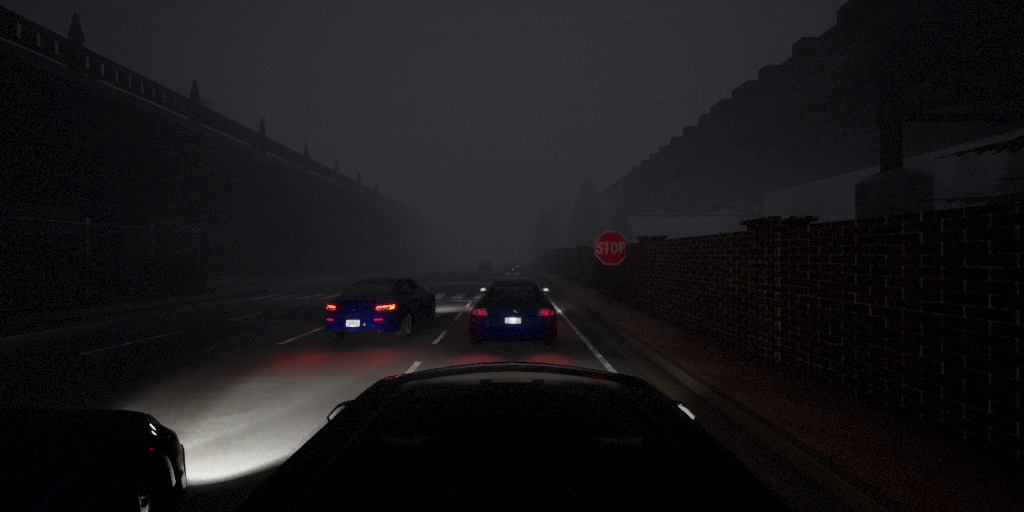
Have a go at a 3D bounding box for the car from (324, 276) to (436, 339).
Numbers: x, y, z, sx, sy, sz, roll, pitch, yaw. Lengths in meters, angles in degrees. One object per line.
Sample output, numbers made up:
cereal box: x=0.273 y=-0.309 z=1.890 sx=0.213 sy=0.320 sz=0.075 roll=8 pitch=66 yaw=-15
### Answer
car: x=-3.420 y=1.276 z=9.993 sx=1.812 sy=1.442 sz=4.674 roll=0 pitch=0 yaw=0

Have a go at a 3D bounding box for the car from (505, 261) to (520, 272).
car: x=0.064 y=1.351 z=46.236 sx=1.895 sy=1.301 sz=4.718 roll=0 pitch=0 yaw=-1

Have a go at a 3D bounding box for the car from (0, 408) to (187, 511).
car: x=-3.399 y=1.314 z=0.897 sx=1.994 sy=1.385 sz=4.181 roll=0 pitch=0 yaw=0

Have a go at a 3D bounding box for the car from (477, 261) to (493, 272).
car: x=-3.430 y=1.297 z=46.036 sx=2.033 sy=1.411 sz=5.357 roll=0 pitch=0 yaw=-1

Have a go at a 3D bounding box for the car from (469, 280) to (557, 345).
car: x=0.062 y=1.314 z=9.473 sx=1.994 sy=1.385 sz=4.181 roll=0 pitch=0 yaw=1
